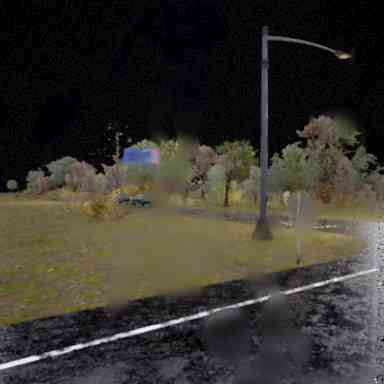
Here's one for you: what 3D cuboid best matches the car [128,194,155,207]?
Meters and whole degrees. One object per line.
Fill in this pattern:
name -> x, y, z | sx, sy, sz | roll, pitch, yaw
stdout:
car -> -8.073, 1.312, 54.740 | 2.150, 2.045, 5.566 | 1, 0, -33

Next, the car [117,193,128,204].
car -> -13.583, 1.297, 62.930 | 2.150, 2.045, 5.566 | 1, 0, -34
